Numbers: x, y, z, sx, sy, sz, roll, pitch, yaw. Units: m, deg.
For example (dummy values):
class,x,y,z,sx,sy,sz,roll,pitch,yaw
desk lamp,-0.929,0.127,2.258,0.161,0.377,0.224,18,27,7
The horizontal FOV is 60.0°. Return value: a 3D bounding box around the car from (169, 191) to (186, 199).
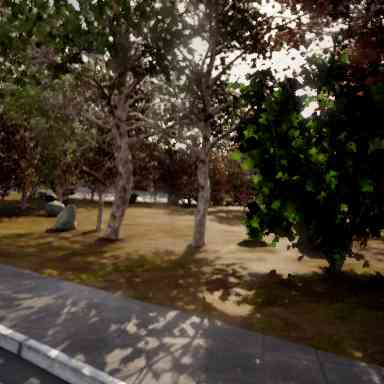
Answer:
class,x,y,z,sx,sy,sz,roll,pitch,yaw
car,-4.074,0.774,94.459,2.435,2.045,5.566,7,2,41
